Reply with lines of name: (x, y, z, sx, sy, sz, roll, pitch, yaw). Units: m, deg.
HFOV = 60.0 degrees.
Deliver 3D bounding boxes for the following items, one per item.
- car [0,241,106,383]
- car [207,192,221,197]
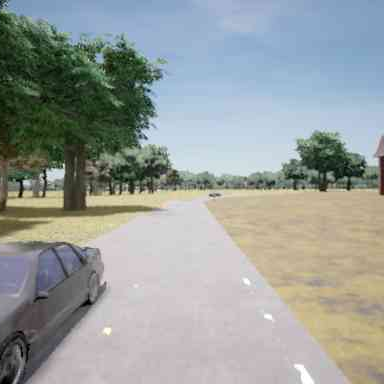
car: (-2.850, 1.554, 5.297, 2.033, 1.411, 5.357, 0, 0, 0)
car: (5.747, 0.681, 85.644, 1.895, 1.301, 4.718, 0, 2, 30)
